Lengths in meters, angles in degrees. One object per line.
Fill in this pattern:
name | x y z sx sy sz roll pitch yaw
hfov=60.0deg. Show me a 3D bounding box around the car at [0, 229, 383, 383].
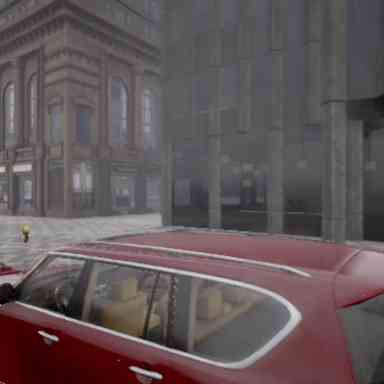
car | -0.485 1.315 3.309 5.009 1.841 2.192 0 0 35
